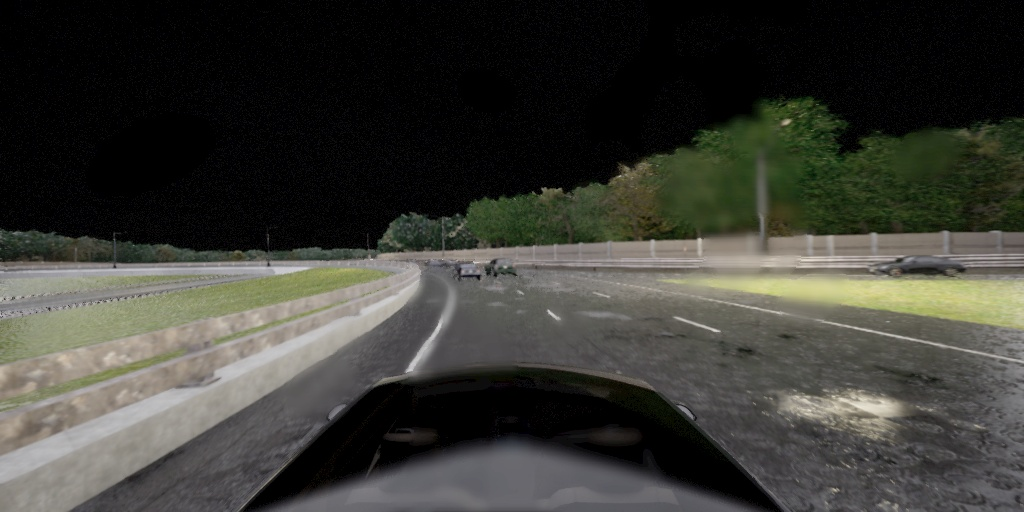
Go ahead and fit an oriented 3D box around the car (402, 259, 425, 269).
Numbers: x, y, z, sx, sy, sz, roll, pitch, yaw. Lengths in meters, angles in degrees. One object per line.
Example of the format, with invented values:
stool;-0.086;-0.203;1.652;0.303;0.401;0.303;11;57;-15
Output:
car;-16.216;1.298;57.589;2.128;1.511;4.902;-1;0;-33

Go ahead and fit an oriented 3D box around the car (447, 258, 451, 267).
car;-11.219;1.180;62.676;2.128;1.511;4.902;-1;0;-34

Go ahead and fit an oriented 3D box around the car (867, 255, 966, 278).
car;26.786;0.684;23.879;4.674;1.442;1.812;-1;0;16

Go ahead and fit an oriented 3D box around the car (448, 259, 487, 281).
car;-3.828;1.245;29.884;2.033;1.411;5.357;-1;0;-16

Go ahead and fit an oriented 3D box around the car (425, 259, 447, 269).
car;-12.836;1.302;58.717;1.994;1.385;4.181;-1;0;-33

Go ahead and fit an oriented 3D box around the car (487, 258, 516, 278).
car;-1.164;0.985;33.144;2.097;1.767;4.553;-1;0;-17
